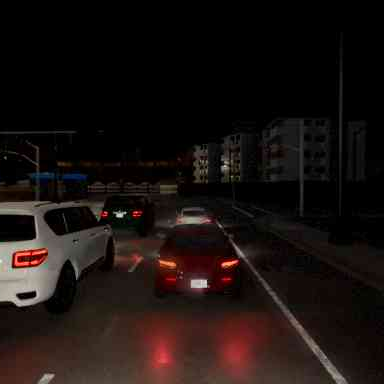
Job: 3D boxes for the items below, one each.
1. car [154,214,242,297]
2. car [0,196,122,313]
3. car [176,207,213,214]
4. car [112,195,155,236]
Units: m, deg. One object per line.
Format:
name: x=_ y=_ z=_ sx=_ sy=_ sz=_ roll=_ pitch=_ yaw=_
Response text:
car: x=0.120 y=1.521 z=8.431 sx=1.812 sy=1.442 sz=4.674 roll=0 pitch=0 yaw=0
car: x=-3.383 y=1.218 z=7.788 sx=2.150 sy=2.045 sz=5.566 roll=0 pitch=0 yaw=0
car: x=0.115 y=1.490 z=17.518 sx=1.812 sy=1.442 sz=4.674 roll=0 pitch=0 yaw=1
car: x=-3.352 y=1.179 z=18.147 sx=2.150 sy=2.045 sz=5.566 roll=0 pitch=0 yaw=0
